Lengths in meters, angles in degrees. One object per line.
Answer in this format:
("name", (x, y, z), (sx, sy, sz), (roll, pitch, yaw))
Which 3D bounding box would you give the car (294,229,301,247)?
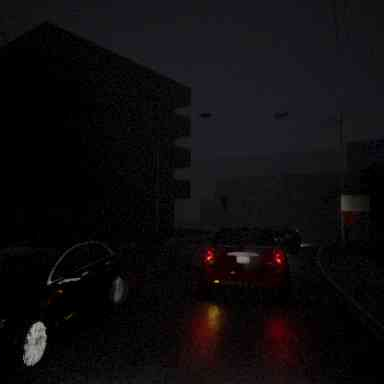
("car", (5.417, 2.705, 20.226), (1.994, 1.385, 4.181), (-1, -4, 25))

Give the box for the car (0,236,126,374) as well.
("car", (-2.687, 1.621, 5.908), (1.837, 1.490, 4.892), (-1, -3, 9))

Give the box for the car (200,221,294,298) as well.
("car", (1.593, 1.715, 9.690), (2.097, 1.767, 4.553), (0, -4, 12))
